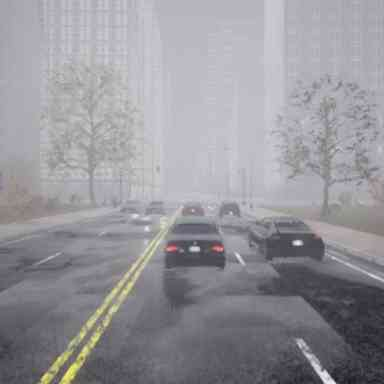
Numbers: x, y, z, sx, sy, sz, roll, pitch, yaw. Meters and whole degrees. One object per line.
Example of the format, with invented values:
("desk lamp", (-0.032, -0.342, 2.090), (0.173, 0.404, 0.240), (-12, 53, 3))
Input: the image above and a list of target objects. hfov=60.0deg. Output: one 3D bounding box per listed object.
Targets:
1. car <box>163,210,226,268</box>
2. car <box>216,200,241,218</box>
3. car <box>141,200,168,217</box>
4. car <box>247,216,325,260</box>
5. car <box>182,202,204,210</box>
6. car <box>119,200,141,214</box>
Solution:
("car", (0.083, 1.563, 11.308), (2.033, 1.411, 5.357), (0, 0, 0))
("car", (3.342, 1.537, 30.843), (1.837, 1.490, 4.892), (0, 0, 0))
("car", (-3.344, 1.538, 31.877), (1.837, 1.490, 4.892), (0, 0, 0))
("car", (3.337, 1.581, 12.519), (1.994, 1.385, 4.181), (0, 0, 0))
("car", (0.092, 1.597, 31.150), (1.994, 1.385, 4.181), (0, 0, 0))
("car", (-6.586, 1.583, 36.758), (2.033, 1.411, 5.357), (0, 0, 0))
